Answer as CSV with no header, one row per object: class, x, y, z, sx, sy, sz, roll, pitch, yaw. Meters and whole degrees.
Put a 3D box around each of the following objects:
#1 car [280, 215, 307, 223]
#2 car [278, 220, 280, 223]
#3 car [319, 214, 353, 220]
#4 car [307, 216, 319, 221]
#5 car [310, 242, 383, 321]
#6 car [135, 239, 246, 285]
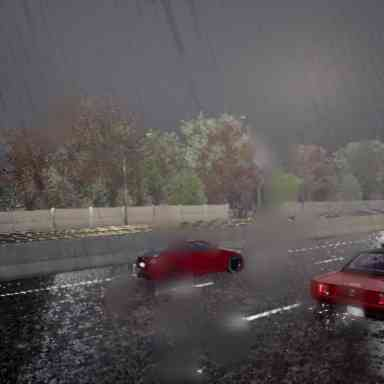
car,14.377,3.761,42.798,5.357,1.411,2.033,0,-5,-33
car,14.227,4.006,46.850,4.892,1.490,1.837,0,-5,-33
car,16.166,3.195,35.646,4.181,1.385,1.994,0,-5,-33
car,16.536,3.418,40.045,4.892,1.490,1.837,0,-5,-33
car,4.827,1.877,7.286,4.718,1.301,1.895,0,-5,-33
car,-0.011,2.445,12.469,4.181,1.385,1.994,0,-5,-33
